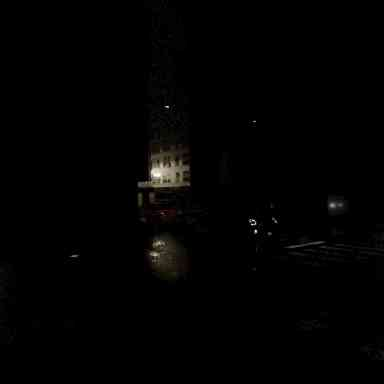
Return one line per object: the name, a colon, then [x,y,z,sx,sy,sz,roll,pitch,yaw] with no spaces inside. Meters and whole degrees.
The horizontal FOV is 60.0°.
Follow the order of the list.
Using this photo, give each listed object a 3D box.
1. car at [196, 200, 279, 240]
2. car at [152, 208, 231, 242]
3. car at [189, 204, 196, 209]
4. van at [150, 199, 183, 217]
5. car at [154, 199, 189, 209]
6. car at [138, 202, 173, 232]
car: [2.568,1.517,18.369,2.097,1.767,4.553,0,0,-35]
car: [-0.162,1.778,17.630,1.802,1.307,4.206,-1,0,-35]
car: [0.292,1.804,31.682,1.752,1.417,4.829,-1,0,-35]
van: [-2.807,1.688,36.025,1.690,1.788,3.998,-1,0,-35]
car: [-2.596,1.630,25.648,2.097,1.767,4.553,0,0,-35]
car: [-3.360,1.705,22.113,1.967,1.590,4.097,-1,0,-35]
